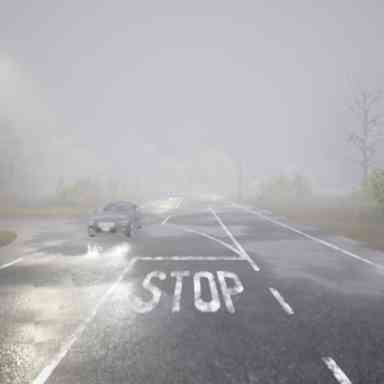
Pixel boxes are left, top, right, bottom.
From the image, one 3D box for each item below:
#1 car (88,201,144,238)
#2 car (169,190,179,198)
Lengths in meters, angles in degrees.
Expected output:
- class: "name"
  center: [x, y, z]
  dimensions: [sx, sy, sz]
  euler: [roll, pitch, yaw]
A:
- class: "car"
  center: [-3.488, 1.195, 15.958]
  dimensions: [2.128, 1.511, 4.902]
  euler: [0, 1, 0]
- class: "car"
  center: [-3.435, 0.334, 64.544]
  dimensions: [2.128, 1.511, 4.902]
  euler: [0, 1, 0]
